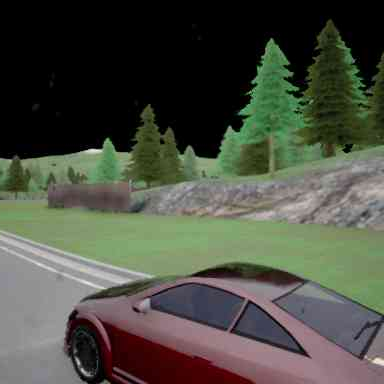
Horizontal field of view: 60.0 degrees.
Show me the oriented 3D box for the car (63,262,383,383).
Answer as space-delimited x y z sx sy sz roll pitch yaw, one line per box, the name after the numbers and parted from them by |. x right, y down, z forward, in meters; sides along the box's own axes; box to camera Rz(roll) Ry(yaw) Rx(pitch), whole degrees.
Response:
0.331 1.567 3.912 4.181 1.385 1.994 0 0 39 | car
